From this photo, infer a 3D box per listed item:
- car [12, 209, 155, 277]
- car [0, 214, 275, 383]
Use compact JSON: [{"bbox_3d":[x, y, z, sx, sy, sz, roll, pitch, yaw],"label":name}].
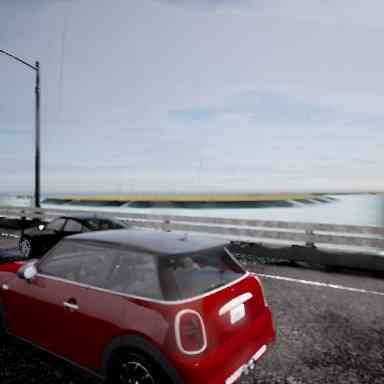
[{"bbox_3d":[-3.722,1.458,10.973,5.008,1.535,1.882,0,0,36],"label":"car"},{"bbox_3d":[-1.230,1.345,4.880,4.553,1.767,2.097,0,0,36],"label":"car"}]
